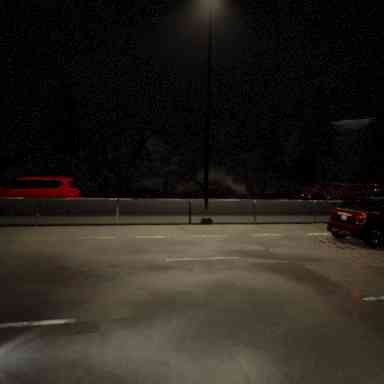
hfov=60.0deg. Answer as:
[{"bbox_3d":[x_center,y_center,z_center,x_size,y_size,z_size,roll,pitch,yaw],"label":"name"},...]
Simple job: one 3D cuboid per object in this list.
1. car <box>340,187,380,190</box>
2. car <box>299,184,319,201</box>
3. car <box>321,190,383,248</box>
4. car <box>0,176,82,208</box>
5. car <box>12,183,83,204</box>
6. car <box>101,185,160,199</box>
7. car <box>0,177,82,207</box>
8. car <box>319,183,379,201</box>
[{"bbox_3d":[15.895,0.640,29.214,4.892,1.490,1.837,1,2,-14],"label":"car"},{"bbox_3d":[14.502,0.033,36.056,5.566,2.045,2.150,1,2,-13],"label":"car"},{"bbox_3d":[7.605,0.985,12.618,4.553,1.767,2.097,1,2,-14],"label":"car"},{"bbox_3d":[-10.584,-0.028,22.815,5.566,2.045,2.150,1,2,-14],"label":"car"},{"bbox_3d":[-11.255,0.092,26.263,4.892,1.490,1.837,1,3,-14],"label":"car"},{"bbox_3d":[-5.745,0.062,31.192,5.357,1.411,2.033,1,2,-14],"label":"car"},{"bbox_3d":[-9.496,0.140,19.480,5.566,2.045,2.150,1,2,-14],"label":"car"},{"bbox_3d":[15.882,0.203,32.794,5.566,2.045,2.150,1,2,-14],"label":"car"}]
